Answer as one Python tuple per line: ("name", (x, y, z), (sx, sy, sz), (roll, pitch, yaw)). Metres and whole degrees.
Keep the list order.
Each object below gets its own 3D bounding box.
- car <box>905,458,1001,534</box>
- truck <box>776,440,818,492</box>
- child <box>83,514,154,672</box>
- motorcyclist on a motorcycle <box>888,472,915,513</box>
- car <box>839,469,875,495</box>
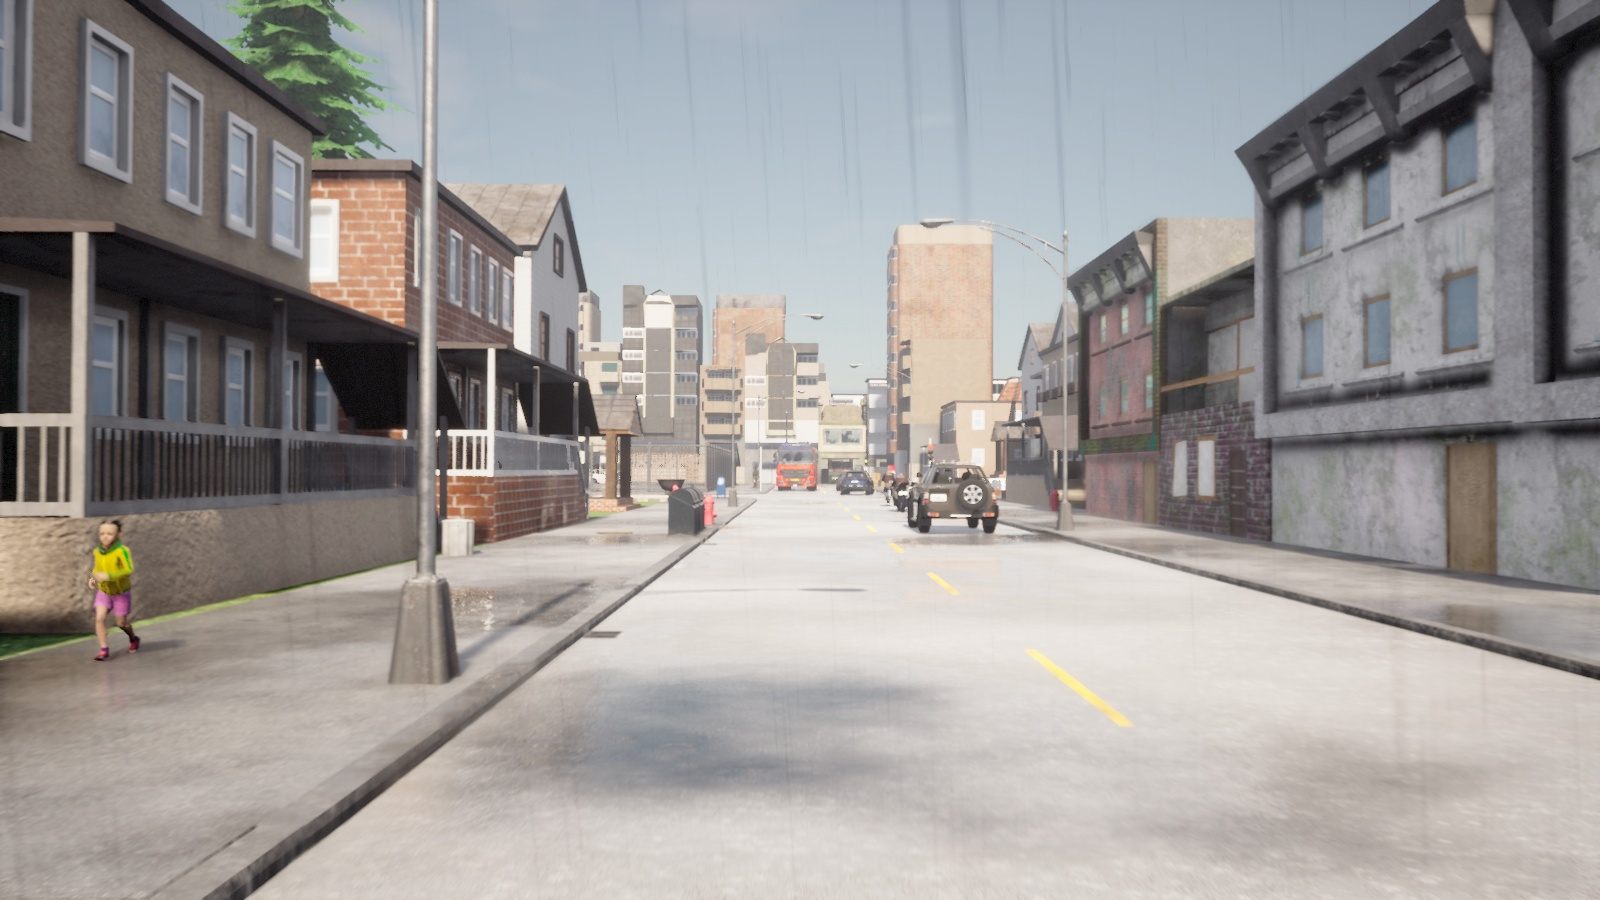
("car", (3.922, 1.154, 32.905), (1.932, 1.855, 4.605), (0, -1, 0))
("truck", (-0.159, 1.253, 97.781), (2.891, 3.827, 8.468), (0, -1, 3))
("child", (-5.211, 1.082, 9.620), (0.299, 1.160, 0.473), (0, -1, -3))
("motorcyclist on a motorcycle", (3.885, 1.623, 48.177), (0.866, 1.530, 2.191), (0, -1, 0))
("car", (3.787, 2.083, 82.589), (2.033, 1.649, 4.856), (0, -1, 6))
